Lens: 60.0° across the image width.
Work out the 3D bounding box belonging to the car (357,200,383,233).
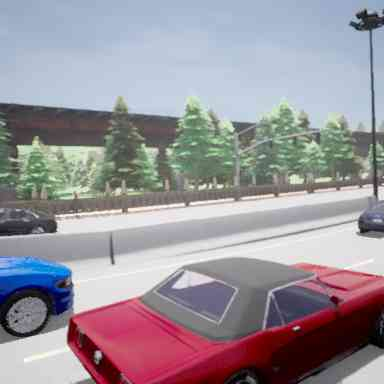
[{"bbox_3d":[9.137,1.013,14.653,4.181,1.385,1.994,-4,3,-36],"label":"car"}]

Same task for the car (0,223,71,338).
[{"bbox_3d":[-4.372,1.479,4.931,5.008,1.535,1.882,0,0,-36],"label":"car"}]

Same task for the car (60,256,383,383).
[{"bbox_3d":[0.982,1.573,4.463,4.718,1.301,1.895,-1,1,-36],"label":"car"}]

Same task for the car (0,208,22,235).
[{"bbox_3d":[-11.576,1.602,17.231,4.718,1.301,1.895,0,0,-36],"label":"car"}]

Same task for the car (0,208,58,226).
[{"bbox_3d":[-8.656,1.501,15.015,4.892,1.490,1.837,-1,0,-36],"label":"car"}]
